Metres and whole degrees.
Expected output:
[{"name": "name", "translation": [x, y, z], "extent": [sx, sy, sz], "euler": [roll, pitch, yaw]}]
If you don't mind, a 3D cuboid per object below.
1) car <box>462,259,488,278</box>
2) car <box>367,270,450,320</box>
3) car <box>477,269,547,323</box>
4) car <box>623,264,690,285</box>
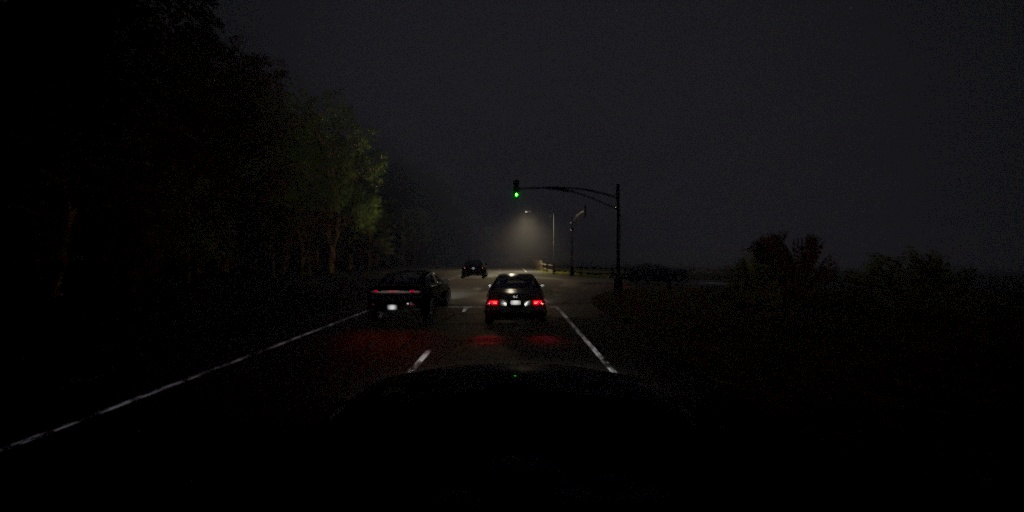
[{"name": "car", "translation": [-3.396, 1.086, 33.713], "extent": [2.097, 1.767, 4.553], "euler": [0, 0, 0]}, {"name": "car", "translation": [-3.398, 1.237, 12.566], "extent": [2.128, 1.511, 4.902], "euler": [0, 0, 0]}, {"name": "car", "translation": [0.140, 1.293, 12.079], "extent": [2.033, 1.411, 5.357], "euler": [0, 0, 1]}, {"name": "car", "translation": [10.795, 1.330, 26.775], "extent": [4.902, 1.511, 2.128], "euler": [1, -2, -9]}]
